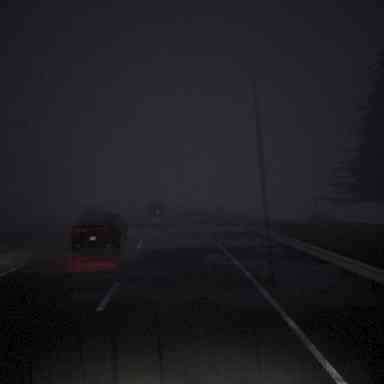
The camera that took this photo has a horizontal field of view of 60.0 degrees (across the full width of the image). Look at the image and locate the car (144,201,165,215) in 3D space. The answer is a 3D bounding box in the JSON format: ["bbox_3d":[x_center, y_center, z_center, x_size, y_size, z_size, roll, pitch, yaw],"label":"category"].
[{"bbox_3d":[-4.276,1.833,38.063,1.837,1.490,4.892,0,0,-14],"label":"car"}]

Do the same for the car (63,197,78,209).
[{"bbox_3d":[-20.962,1.896,57.270,2.150,2.045,5.566,0,-1,-23],"label":"car"}]

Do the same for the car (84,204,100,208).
[{"bbox_3d":[-10.681,1.993,35.866,1.895,1.301,4.718,-1,0,-14],"label":"car"}]

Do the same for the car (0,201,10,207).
[{"bbox_3d":[-34.266,2.353,60.503,1.837,1.490,4.892,-1,0,-24],"label":"car"}]

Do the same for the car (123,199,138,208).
[{"bbox_3d":[-11.064,2.047,59.962,1.882,1.535,5.008,0,-1,-22],"label":"car"}]

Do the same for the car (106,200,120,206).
[{"bbox_3d":[-13.557,2.084,56.890,1.837,1.490,4.892,1,-1,-21],"label":"car"}]

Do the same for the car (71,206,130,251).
[{"bbox_3d":[-4.036,1.638,15.131,1.882,1.535,5.008,0,0,-6],"label":"car"}]
